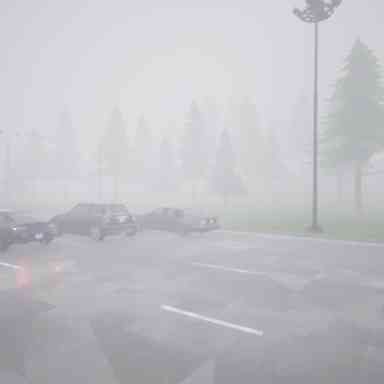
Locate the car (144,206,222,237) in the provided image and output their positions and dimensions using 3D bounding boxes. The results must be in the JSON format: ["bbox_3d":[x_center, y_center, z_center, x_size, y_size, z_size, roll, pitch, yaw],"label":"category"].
[{"bbox_3d":[-1.092,1.463,17.568,5.357,1.411,2.033,1,0,36],"label":"car"}]

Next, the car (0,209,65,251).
[{"bbox_3d":[-7.457,1.419,13.544,4.674,1.442,1.812,1,0,36],"label":"car"}]

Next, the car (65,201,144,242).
[{"bbox_3d":[-4.807,1.251,15.945,4.553,1.767,2.097,0,0,36],"label":"car"}]
